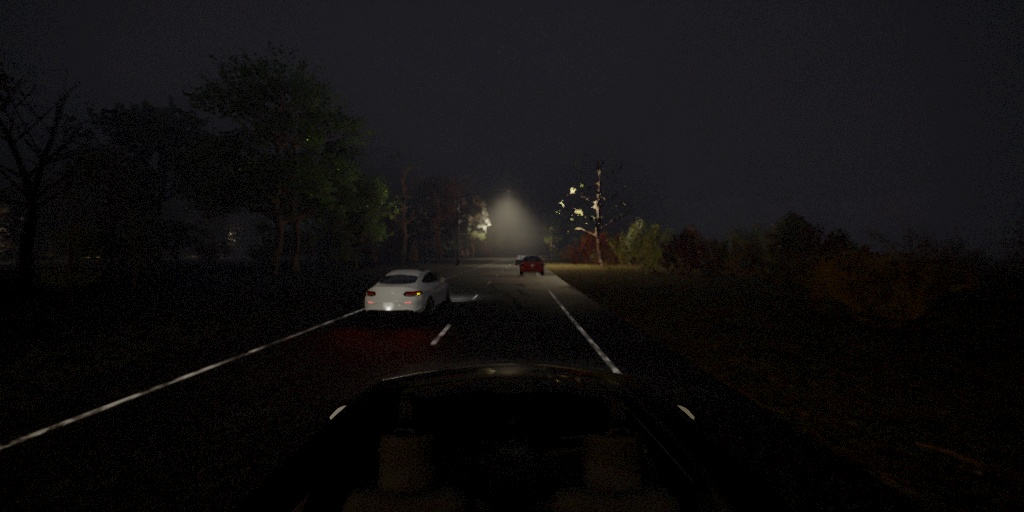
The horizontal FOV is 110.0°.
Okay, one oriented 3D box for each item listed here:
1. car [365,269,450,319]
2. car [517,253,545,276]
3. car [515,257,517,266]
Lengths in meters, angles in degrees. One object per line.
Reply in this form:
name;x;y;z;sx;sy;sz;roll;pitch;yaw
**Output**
car;-3.320;1.143;12.022;1.812;1.442;4.674;0;1;1
car;1.734;0.730;31.660;2.097;1.767;4.553;0;1;2
car;1.491;0.603;53.148;2.128;1.511;4.902;0;1;4
